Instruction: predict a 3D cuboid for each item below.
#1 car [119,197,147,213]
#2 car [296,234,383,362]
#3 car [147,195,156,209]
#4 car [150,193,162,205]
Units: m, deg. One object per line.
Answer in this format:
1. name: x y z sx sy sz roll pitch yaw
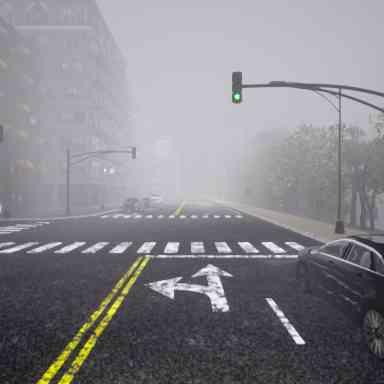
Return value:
1. car: -6.631 1.370 37.006 2.097 1.767 4.553 0 0 0
2. car: 3.347 1.494 5.859 2.128 1.511 4.902 0 0 -1
3. car: -6.637 1.552 47.222 1.812 1.442 4.674 0 0 0
4. car: -6.632 1.251 60.180 2.150 2.045 5.566 0 1 0
